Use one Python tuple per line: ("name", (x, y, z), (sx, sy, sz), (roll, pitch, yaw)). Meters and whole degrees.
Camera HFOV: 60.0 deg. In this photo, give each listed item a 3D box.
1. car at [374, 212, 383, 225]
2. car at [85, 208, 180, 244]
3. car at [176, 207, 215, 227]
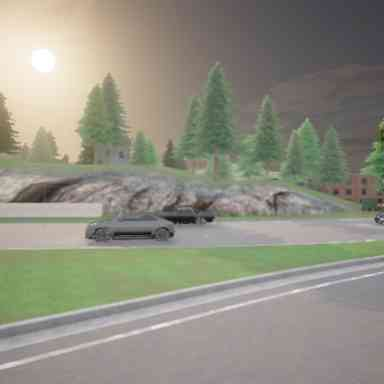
("car", (15.957, 1.748, 25.057), (4.674, 1.442, 1.812), (1, 0, -22))
("car", (-2.866, 1.625, 15.843), (4.181, 1.385, 1.994), (0, 0, -8))
("car", (-0.886, 1.710, 23.052), (4.718, 1.301, 1.895), (0, 0, -10))
